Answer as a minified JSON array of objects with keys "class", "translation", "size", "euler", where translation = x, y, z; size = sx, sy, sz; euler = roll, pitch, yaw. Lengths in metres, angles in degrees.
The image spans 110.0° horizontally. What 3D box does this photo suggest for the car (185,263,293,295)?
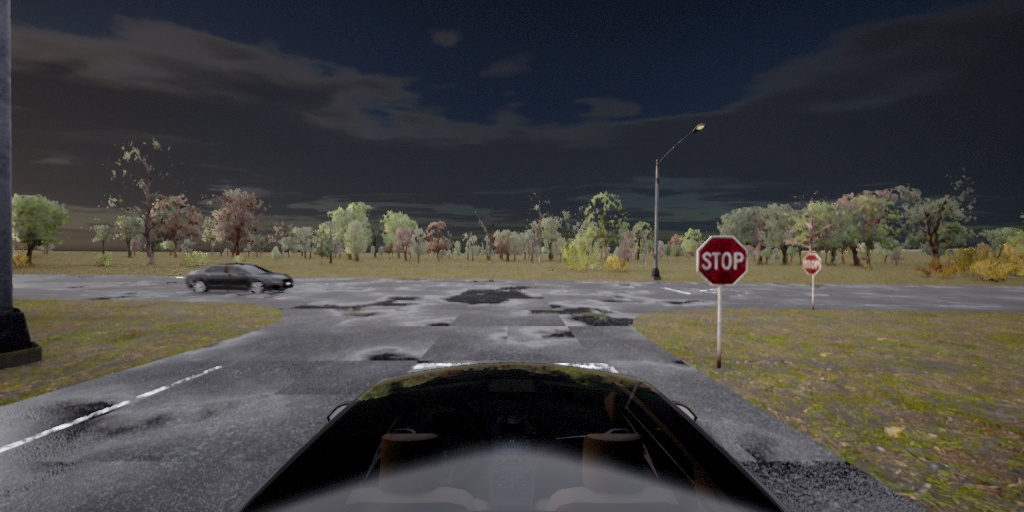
[{"class":"car","translation":[-14.000,1.150,18.560],"size":[4.892,1.490,1.837],"euler":[1,1,0]}]
